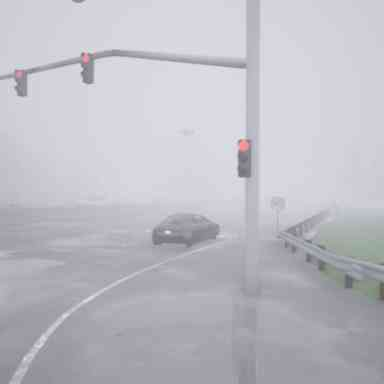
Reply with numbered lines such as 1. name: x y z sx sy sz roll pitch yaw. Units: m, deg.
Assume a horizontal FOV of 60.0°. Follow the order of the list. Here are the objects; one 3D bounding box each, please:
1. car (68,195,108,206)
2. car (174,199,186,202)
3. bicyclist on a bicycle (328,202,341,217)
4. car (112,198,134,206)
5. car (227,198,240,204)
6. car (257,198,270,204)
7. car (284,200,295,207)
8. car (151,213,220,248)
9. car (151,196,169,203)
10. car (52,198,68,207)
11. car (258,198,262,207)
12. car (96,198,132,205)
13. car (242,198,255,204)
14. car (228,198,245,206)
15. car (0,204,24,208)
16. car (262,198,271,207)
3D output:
1. car: -13.492 1.496 44.856 2.150 2.045 5.566 0 0 26
2. car: -2.290 2.072 64.274 2.033 1.411 5.357 0 -1 13
3. bicyclist on a bicycle: 15.712 1.916 36.935 1.656 1.620 0.582 4 1 26
4. car: -13.198 1.916 63.753 1.882 1.535 5.008 0 -1 17
5. car: 9.729 2.103 78.251 2.033 1.411 5.357 0 0 -3
6. car: 16.728 2.137 78.155 1.812 1.442 4.674 0 0 -3
7. car: 19.552 2.311 67.805 1.895 1.301 4.718 0 0 5
8. car: -0.184 1.697 15.851 1.994 1.385 4.181 0 -1 25
9. car: -6.042 1.711 63.344 2.150 2.045 5.566 0 -1 14
10. car: -18.739 1.632 49.968 2.097 1.767 4.553 0 0 27
11. car: 12.500 2.140 67.792 1.882 1.535 5.008 0 0 5
12. car: -10.106 1.858 43.881 1.994 1.385 4.181 0 -1 26
13. car: 13.227 2.183 78.232 1.895 1.301 4.718 0 0 -3
14. car: 8.964 2.184 67.626 2.033 1.411 5.357 0 0 5
15. car: -16.930 1.729 30.179 1.895 1.301 4.718 0 -1 27
16. car: 16.025 2.212 67.783 2.128 1.511 4.902 0 0 5
